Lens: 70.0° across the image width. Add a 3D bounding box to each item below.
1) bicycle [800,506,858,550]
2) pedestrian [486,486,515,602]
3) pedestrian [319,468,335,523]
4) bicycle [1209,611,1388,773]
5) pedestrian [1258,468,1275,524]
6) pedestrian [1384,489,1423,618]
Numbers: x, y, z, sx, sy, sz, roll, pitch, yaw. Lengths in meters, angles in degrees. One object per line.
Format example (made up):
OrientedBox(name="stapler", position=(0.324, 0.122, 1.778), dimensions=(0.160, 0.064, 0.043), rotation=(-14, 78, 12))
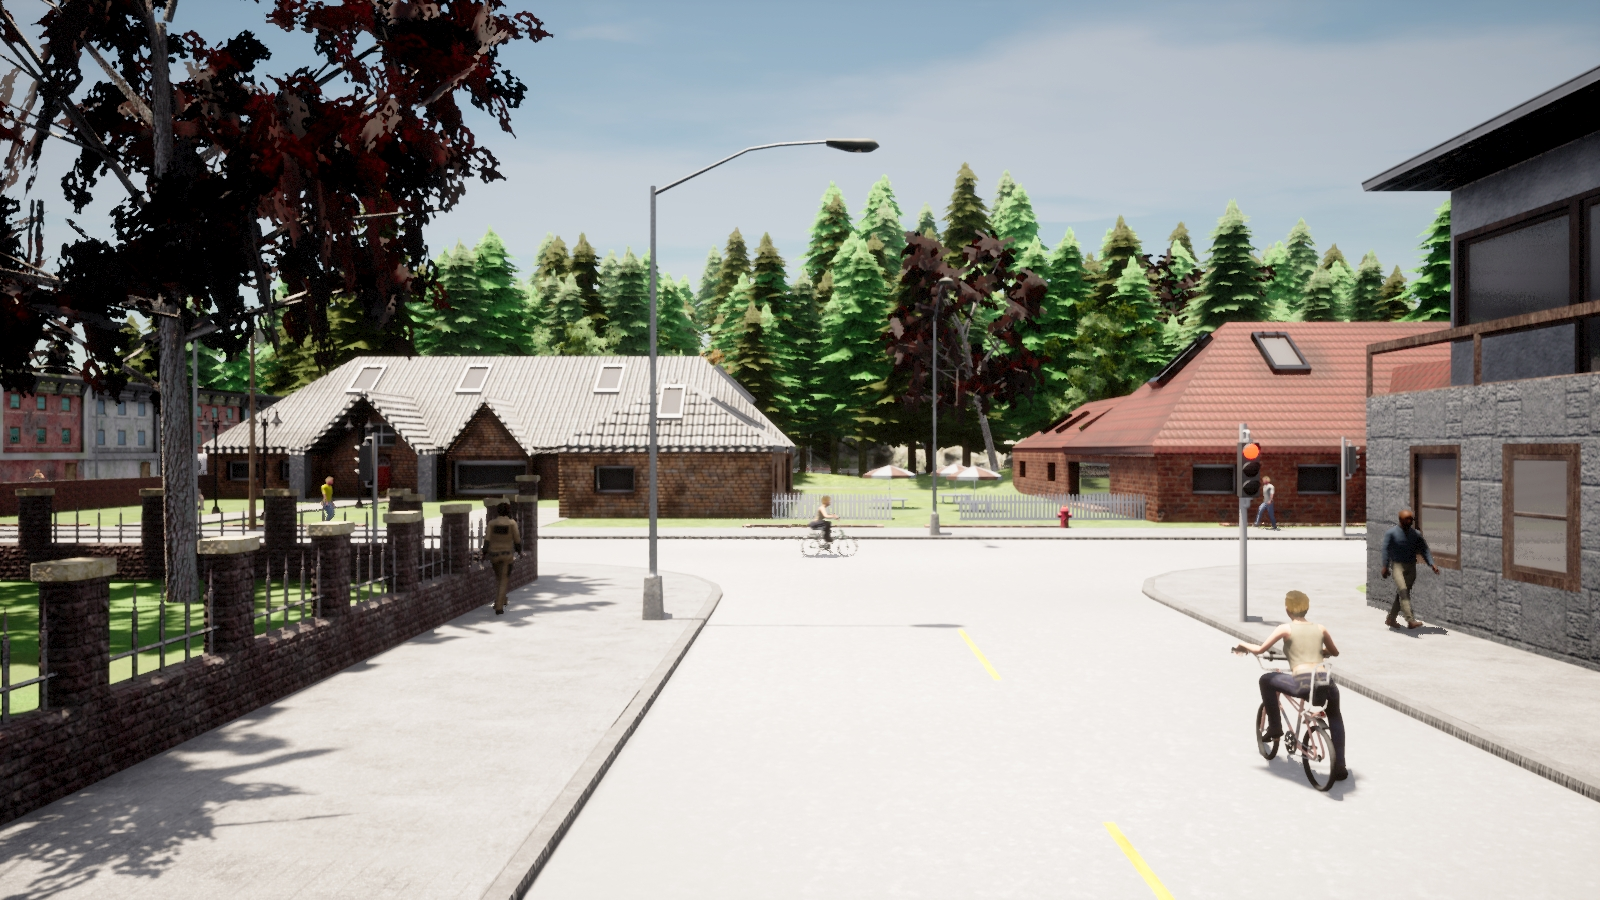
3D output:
OrientedBox(name="bicycle", position=(0.760, 2.037, 29.830), dimensions=(1.487, 1.080, 0.859), rotation=(0, 0, 1))
OrientedBox(name="pedestrian", position=(-4.877, 1.523, 18.598), dimensions=(0.375, 1.860, 0.375), rotation=(0, 0, -1))
OrientedBox(name="pedestrian", position=(-15.933, 1.525, 38.470), dimensions=(0.375, 1.860, 0.375), rotation=(0, 0, 1))
OrientedBox(name="bicycle", position=(4.247, 2.036, 9.857), dimensions=(0.859, 1.080, 1.487), rotation=(0, 0, -2))
OrientedBox(name="pedestrian", position=(15.643, 1.525, 38.280), dimensions=(0.375, 1.860, 0.375), rotation=(0, 0, -13))
OrientedBox(name="pedestrian", position=(8.876, 1.516, 16.822), dimensions=(0.375, 1.860, 0.375), rotation=(0, 0, 0))
